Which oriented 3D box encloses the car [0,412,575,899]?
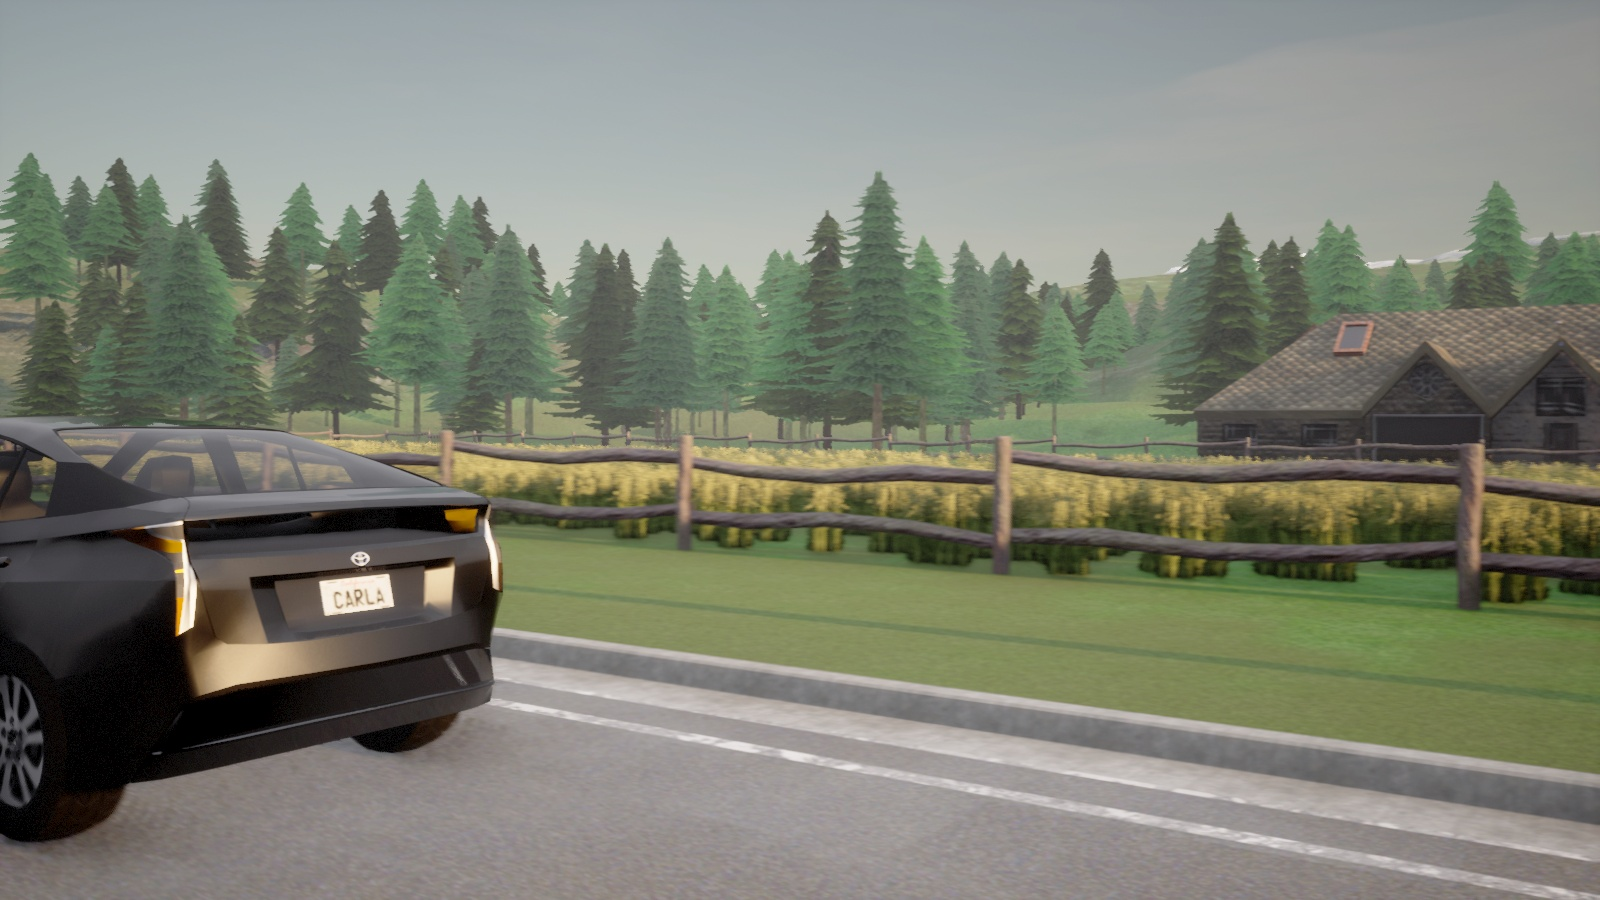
[{"bbox_3d":[-3.427,0.630,5.899,4.514,1.525,2.007,0,1,34],"label":"car"}]
